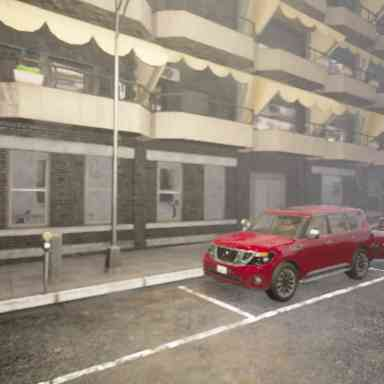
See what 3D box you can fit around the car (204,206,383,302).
[{"bbox_3d":[2.683,1.312,8.456,5.009,1.841,2.192,0,1,-35],"label":"car"}]
